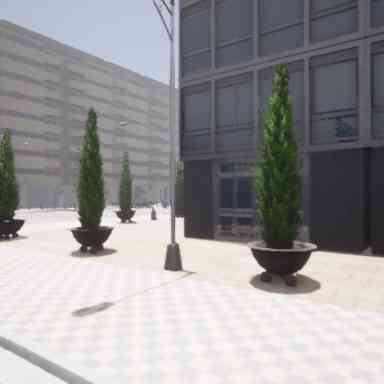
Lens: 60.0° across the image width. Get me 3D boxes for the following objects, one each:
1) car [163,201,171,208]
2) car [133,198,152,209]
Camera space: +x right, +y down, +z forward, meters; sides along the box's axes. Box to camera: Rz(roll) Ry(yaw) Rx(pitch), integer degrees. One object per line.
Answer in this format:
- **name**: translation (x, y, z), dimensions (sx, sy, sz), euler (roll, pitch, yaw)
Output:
- **car**: translation (-2.067, 1.631, 50.524), dimensions (2.033, 1.411, 5.357), euler (0, 0, 36)
- **car**: translation (-7.950, 1.604, 48.434), dimensions (1.837, 1.490, 4.892), euler (0, 0, 36)
